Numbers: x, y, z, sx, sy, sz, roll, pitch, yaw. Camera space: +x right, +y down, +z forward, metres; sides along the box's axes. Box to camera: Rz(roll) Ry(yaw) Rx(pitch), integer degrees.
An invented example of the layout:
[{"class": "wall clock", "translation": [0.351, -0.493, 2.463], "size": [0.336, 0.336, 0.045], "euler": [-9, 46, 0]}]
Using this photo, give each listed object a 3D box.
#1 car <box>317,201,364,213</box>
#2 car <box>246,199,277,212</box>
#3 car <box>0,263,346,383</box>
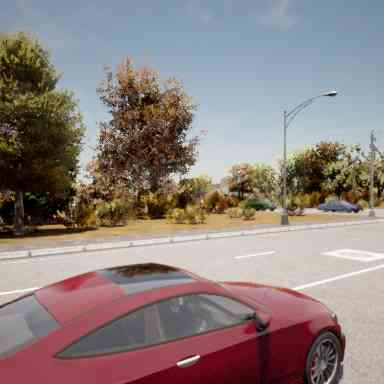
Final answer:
[{"class": "car", "translation": [18.038, 1.815, 40.678], "size": [2.033, 1.411, 5.357], "euler": [0, -2, -32]}, {"class": "car", "translation": [10.767, 2.039, 52.299], "size": [2.150, 2.045, 5.566], "euler": [0, -3, -32]}, {"class": "car", "translation": [-0.306, 1.526, 3.527], "size": [4.674, 1.442, 1.812], "euler": [0, 0, -35]}]
